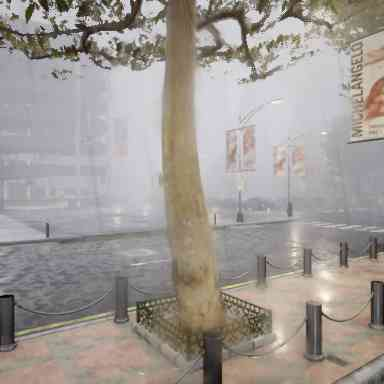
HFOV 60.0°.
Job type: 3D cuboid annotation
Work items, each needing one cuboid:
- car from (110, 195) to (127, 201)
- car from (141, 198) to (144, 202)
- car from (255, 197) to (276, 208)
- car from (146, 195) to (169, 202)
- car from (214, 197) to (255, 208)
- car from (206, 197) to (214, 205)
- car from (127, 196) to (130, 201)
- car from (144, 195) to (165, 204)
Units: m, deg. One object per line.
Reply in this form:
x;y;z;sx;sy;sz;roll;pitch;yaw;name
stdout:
-18.503;1.427;77.715;5.008;1.535;1.882;0;0;12;car
-8.972;1.478;73.850;5.008;1.535;1.882;0;0;30;car
9.803;1.505;47.996;1.837;1.490;4.892;0;0;-36;car
-7.947;1.525;77.261;4.902;1.511;2.128;0;0;26;car
5.957;1.547;47.398;2.033;1.411;5.357;0;0;-35;car
4.157;1.547;55.941;2.033;1.411;5.357;0;0;-36;car
-17.539;1.440;81.080;4.892;1.490;1.837;0;0;12;car
-6.329;1.505;62.928;4.892;1.490;1.837;0;0;42;car
